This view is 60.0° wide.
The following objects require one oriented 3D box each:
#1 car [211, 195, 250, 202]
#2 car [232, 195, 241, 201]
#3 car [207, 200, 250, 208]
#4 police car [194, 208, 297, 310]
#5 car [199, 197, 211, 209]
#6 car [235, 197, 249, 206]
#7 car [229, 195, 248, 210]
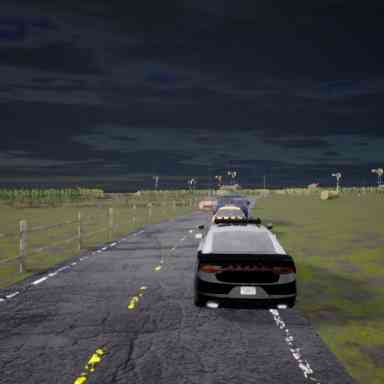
[{"bbox_3d":[2.915,1.206,23.636,2.150,2.045,5.566,0,0,10],"label":"car"},{"bbox_3d":[10.564,1.433,78.839,1.812,1.442,4.674,0,0,12],"label":"car"},{"bbox_3d":[2.048,1.443,17.952,1.801,1.575,5.366,0,0,7],"label":"car"},{"bbox_3d":[1.087,1.423,8.071,1.930,1.638,5.238,0,0,4],"label":"police car"},{"bbox_3d":[2.167,1.317,38.579,2.097,1.767,4.553,0,0,12],"label":"car"},{"bbox_3d":[8.118,1.506,53.628,1.994,1.385,4.181,0,0,12],"label":"car"},{"bbox_3d":[6.190,1.308,43.886,2.097,1.767,4.553,0,0,12],"label":"car"}]
